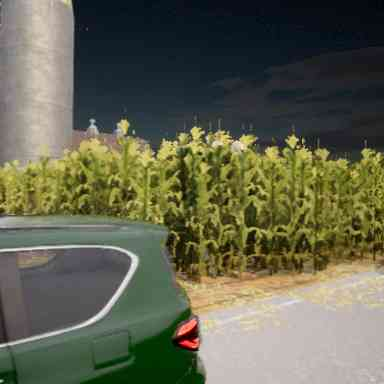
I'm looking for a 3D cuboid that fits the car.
[{"bbox_3d":[-2.515,1.210,1.943,5.566,2.045,2.150,1,-1,-33],"label":"car"}]
